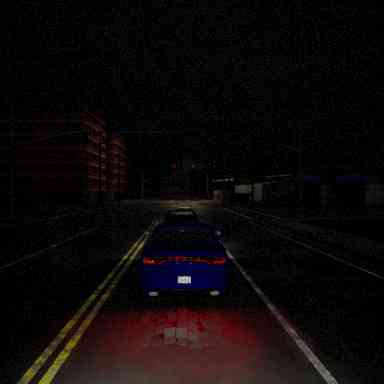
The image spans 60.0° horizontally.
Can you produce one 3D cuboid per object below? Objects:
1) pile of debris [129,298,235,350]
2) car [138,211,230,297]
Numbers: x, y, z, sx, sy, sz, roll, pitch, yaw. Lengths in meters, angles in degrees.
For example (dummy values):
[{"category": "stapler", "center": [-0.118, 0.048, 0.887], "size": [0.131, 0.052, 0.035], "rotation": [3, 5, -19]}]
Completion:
[{"category": "pile of debris", "center": [-0.175, 2.175, 5.675], "size": [1.500, 0.140, 1.860], "rotation": [0, 0, -2]}, {"category": "car", "center": [-0.216, 1.478, 8.646], "size": [1.882, 1.535, 5.008], "rotation": [0, 0, -2]}]
